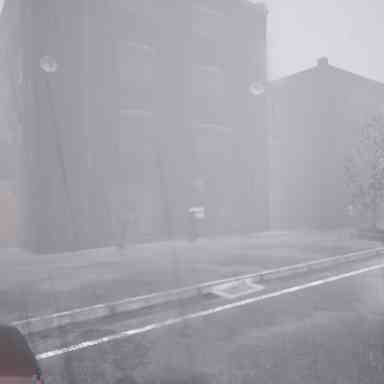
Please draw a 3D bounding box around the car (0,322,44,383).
[{"bbox_3d":[-3.055,1.564,1.812,4.181,1.385,1.994,0,0,-35],"label":"car"}]
